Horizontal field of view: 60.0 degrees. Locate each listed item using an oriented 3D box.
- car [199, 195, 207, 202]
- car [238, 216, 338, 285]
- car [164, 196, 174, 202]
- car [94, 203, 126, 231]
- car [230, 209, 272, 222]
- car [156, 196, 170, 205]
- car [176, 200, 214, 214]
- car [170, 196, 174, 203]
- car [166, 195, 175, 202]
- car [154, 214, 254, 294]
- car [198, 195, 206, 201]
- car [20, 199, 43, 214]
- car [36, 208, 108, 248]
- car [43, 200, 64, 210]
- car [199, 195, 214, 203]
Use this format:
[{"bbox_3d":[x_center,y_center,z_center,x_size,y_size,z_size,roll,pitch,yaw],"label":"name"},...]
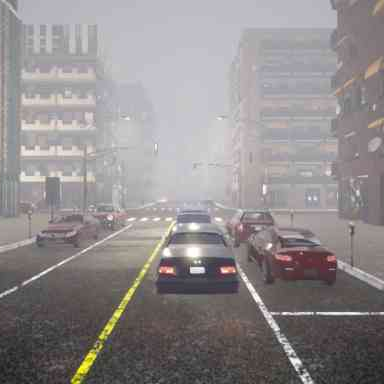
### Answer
[{"bbox_3d":[2.608,1.556,81.253,1.887,1.381,4.507,1,0,0],"label":"car"},{"bbox_3d":[2.578,1.584,9.250,1.802,1.307,4.206,1,0,0],"label":"car"},{"bbox_3d":[-5.275,1.577,75.555,1.947,1.339,4.313,1,0,0],"label":"car"},{"bbox_3d":[-5.305,1.445,20.329,1.967,1.590,4.097,1,0,0],"label":"car"},{"bbox_3d":[2.582,1.444,14.799,1.967,1.590,4.097,1,0,0],"label":"car"},{"bbox_3d":[-5.282,1.535,58.372,1.752,1.417,4.829,1,0,0],"label":"car"},{"bbox_3d":[0.100,1.482,19.547,1.882,1.535,5.008,0,0,0],"label":"car"},{"bbox_3d":[-5.277,1.536,69.714,1.752,1.417,4.829,1,0,0],"label":"car"},{"bbox_3d":[-5.273,1.556,81.226,1.887,1.381,4.507,1,0,0],"label":"car"},{"bbox_3d":[0.104,1.550,8.905,2.033,1.411,5.357,0,0,0],"label":"car"},{"bbox_3d":[2.610,1.563,86.923,2.008,1.369,4.403,1,0,0],"label":"car"},{"bbox_3d":[-17.549,1.241,31.845,5.009,1.841,2.192,0,-1,0],"label":"car"},{"bbox_3d":[-5.305,1.585,14.780,1.802,1.307,4.206,1,0,0],"label":"car"},{"bbox_3d":[-17.607,1.590,39.721,4.313,1.339,1.947,0,-1,0],"label":"car"},{"bbox_3d":[2.596,1.560,52.898,2.008,1.369,4.403,1,0,0],"label":"car"}]
